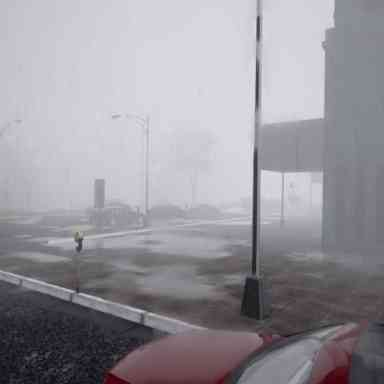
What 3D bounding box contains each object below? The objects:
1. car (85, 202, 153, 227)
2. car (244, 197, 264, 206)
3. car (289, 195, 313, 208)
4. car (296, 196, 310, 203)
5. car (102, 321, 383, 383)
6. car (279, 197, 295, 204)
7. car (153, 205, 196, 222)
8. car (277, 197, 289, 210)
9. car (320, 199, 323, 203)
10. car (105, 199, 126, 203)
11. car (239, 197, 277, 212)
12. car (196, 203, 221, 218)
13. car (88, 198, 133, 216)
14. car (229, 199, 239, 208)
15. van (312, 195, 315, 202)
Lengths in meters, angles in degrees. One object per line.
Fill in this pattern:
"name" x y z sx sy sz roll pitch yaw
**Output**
"car" -5.199 1.693 23.788 2.008 1.369 4.403 1 0 36
"car" 11.380 1.723 60.825 1.752 1.417 4.829 1 0 36
"car" 18.243 1.770 56.012 1.967 1.590 4.097 1 0 36
"car" 27.781 1.858 83.216 1.752 1.417 4.829 1 0 36
"car" 1.124 1.582 2.059 4.206 1.307 1.802 0 1 35
"car" 21.321 1.845 74.396 1.947 1.339 4.313 1 0 36
"car" -1.960 1.733 28.211 1.947 1.339 4.313 1 0 36
"car" 11.726 1.717 47.027 1.967 1.590 4.097 1 0 36
"car" 28.183 1.937 69.584 1.752 1.417 4.829 1 0 36
"car" -7.628 1.631 30.483 1.994 1.385 4.181 1 0 36
"car" 8.473 1.566 42.528 2.192 1.841 5.009 1 0 36
"car" 1.277 1.775 32.632 1.802 1.307 4.206 1 0 36
"car" -8.302 1.477 34.169 1.967 1.590 4.097 1 0 36
"car" 7.815 1.740 51.439 2.033 1.411 5.357 1 0 37
"van" 31.163 1.702 87.831 1.690 1.788 3.998 1 0 36
